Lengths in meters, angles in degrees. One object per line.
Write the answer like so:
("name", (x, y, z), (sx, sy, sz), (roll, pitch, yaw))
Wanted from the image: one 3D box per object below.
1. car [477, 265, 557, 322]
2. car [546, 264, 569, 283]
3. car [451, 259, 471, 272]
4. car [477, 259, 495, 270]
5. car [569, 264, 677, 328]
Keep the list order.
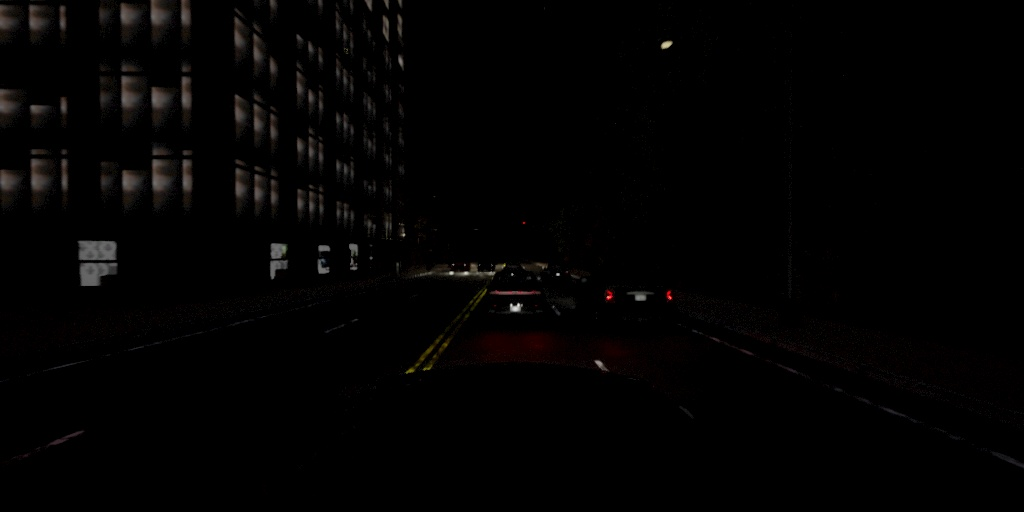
("car", (0.094, 1.241, 12.298), (2.128, 1.511, 4.902), (0, 0, 0))
("car", (3.338, 1.313, 28.006), (1.994, 1.385, 4.181), (0, 0, 0))
("car", (-6.518, 1.132, 46.073), (2.097, 1.767, 4.553), (0, 0, 0))
("car", (-3.268, 1.164, 46.075), (2.097, 1.767, 4.553), (0, 0, 0))
("car", (3.344, 1.103, 11.460), (2.097, 1.767, 4.553), (0, 0, 0))
